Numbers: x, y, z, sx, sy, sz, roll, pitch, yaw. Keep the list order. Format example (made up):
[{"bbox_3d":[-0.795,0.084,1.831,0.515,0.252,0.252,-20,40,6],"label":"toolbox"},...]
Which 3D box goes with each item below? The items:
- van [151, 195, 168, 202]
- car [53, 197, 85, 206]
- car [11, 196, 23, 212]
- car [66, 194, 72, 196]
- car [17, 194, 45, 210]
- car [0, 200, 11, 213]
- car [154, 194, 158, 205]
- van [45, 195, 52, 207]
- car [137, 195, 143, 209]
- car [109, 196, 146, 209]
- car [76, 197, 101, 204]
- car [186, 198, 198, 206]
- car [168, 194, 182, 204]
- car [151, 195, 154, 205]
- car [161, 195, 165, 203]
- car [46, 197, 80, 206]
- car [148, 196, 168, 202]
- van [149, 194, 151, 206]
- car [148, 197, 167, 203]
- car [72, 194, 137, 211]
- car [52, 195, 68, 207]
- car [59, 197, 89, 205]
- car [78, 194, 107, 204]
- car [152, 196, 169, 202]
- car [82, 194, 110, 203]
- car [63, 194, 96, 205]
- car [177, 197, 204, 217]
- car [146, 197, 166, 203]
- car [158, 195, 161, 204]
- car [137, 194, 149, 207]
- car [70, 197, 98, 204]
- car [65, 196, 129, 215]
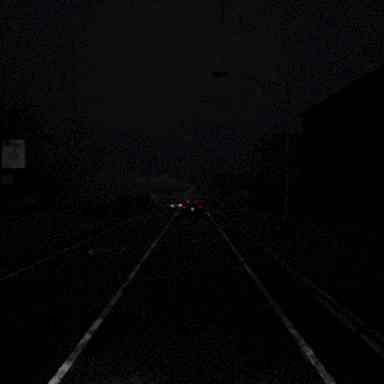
[{"bbox_3d":[-8.673,1.749,90.125,4.442,1.987,1.878,0,-1,0],"label":"van"},{"bbox_3d":[-21.836,1.666,59.155,4.792,1.488,2.163,0,0,0],"label":"car"},{"bbox_3d":[-21.881,1.500,36.879,4.674,1.452,2.002,0,0,0],"label":"car"},{"bbox_3d":[-21.680,1.585,53.584,5.366,1.575,1.946,0,0,0],"label":"car"},{"bbox_3d":[-21.840,1.369,42.448,4.553,1.767,2.185,0,0,0],"label":"car"},{"bbox_3d":[-21.889,1.446,34.092,5.008,1.535,2.097,0,0,0],"label":"car"},{"bbox_3d":[-8.780,1.611,56.488,5.008,1.535,2.097,0,0,0],"label":"car"},{"bbox_3d":[-21.985,1.290,45.229,4.442,1.987,1.878,0,0,0],"label":"van"},{"bbox_3d":[-8.801,1.475,39.668,4.892,1.521,2.231,0,0,0],"label":"car"},{"bbox_3d":[-8.757,1.389,45.275,4.553,1.767,2.185,0,0,0],"label":"car"},{"bbox_3d":[-21.864,1.782,70.170,4.674,1.452,2.002,0,-1,0],"label":"car"},{"bbox_3d":[0.074,1.709,58.402,2.033,1.411,5.357,0,-1,0],"label":"car"},{"bbox_3d":[-3.166,1.472,68.295,2.150,2.045,5.566,0,-1,0],"label":"car"},{"bbox_3d":[-8.780,1.564,50.882,4.892,1.521,2.231,0,0,0],"label":"car"},{"bbox_3d":[-8.782,1.743,70.504,5.008,1.535,2.097,0,-1,0],"label":"car"},{"bbox_3d":[-21.860,1.612,56.371,5.008,1.535,2.097,0,-1,0],"label":"car"},{"bbox_3d":[-8.784,1.941,87.319,5.008,1.535,2.097,0,-1,0],"label":"car"},{"bbox_3d":[-8.671,1.313,48.079,4.442,1.987,1.878,0,0,0],"label":"van"},{"bbox_3d":[-8.760,1.938,84.515,4.792,1.488,2.163,0,-1,0],"label":"car"},{"bbox_3d":[-8.832,1.195,34.065,5.566,2.045,2.435,0,0,0],"label":"car"},{"bbox_3d":[-21.864,1.604,50.799,4.674,1.452,2.002,0,0,0],"label":"car"},{"bbox_3d":[-21.895,1.690,61.940,4.792,1.488,2.163,0,-1,0],"label":"car"},{"bbox_3d":[-21.838,1.523,73.081,5.566,2.045,2.435,0,-1,0],"label":"car"},{"bbox_3d":[-8.821,1.882,92.926,4.553,1.767,2.185,0,-1,0],"label":"car"},{"bbox_3d":[-21.839,1.554,75.742,5.566,2.045,2.435,0,-1,0],"label":"car"},{"bbox_3d":[-21.838,1.435,64.726,5.566,2.045,2.435,0,0,0],"label":"car"},{"bbox_3d":[0.071,1.469,30.578,2.163,1.488,4.792,0,0,1],"label":"car"},{"bbox_3d":[-8.760,1.904,81.712,4.792,1.488,2.163,0,-1,0],"label":"car"},{"bbox_3d":[-8.814,1.384,59.293,5.566,2.045,2.435,0,0,0],"label":"car"},{"bbox_3d":[-8.820,1.243,42.475,5.566,2.045,2.435,0,0,0],"label":"car"},{"bbox_3d":[-21.861,1.714,67.510,5.008,1.535,2.097,0,-1,0],"label":"car"},{"bbox_3d":[-8.803,1.438,31.263,4.892,1.521,2.231,0,0,0],"label":"car"}]
